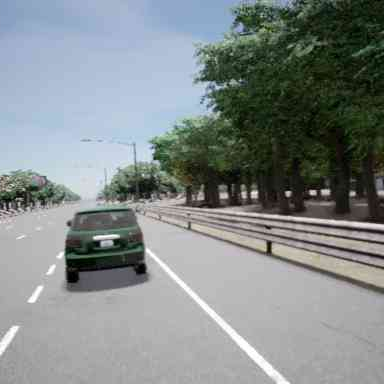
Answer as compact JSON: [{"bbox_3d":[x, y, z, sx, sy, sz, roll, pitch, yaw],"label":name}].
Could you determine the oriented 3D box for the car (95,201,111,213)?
[{"bbox_3d":[-15.107,2.554,56.705,2.097,1.767,4.553,-3,0,-8],"label":"car"}]

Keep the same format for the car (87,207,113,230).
[{"bbox_3d":[-7.606,2.106,27.418,1.837,1.490,4.892,-4,0,-16],"label":"car"}]

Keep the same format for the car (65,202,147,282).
[{"bbox_3d":[-2.891,1.452,10.989,2.150,2.045,5.566,-4,0,-16],"label":"car"}]
